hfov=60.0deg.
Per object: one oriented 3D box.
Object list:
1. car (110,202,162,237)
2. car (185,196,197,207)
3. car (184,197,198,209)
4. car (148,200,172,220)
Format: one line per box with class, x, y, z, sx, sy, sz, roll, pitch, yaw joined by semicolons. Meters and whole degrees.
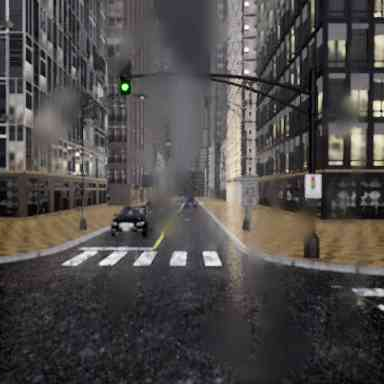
car;-3.168;1.549;18.557;2.128;1.511;4.902;0;0;1
car;-0.172;1.623;59.453;2.097;1.767;4.553;0;0;0
car;-0.143;1.742;49.465;1.812;1.442;4.674;0;0;0
car;-3.174;1.458;28.787;2.097;1.767;4.553;0;0;0
